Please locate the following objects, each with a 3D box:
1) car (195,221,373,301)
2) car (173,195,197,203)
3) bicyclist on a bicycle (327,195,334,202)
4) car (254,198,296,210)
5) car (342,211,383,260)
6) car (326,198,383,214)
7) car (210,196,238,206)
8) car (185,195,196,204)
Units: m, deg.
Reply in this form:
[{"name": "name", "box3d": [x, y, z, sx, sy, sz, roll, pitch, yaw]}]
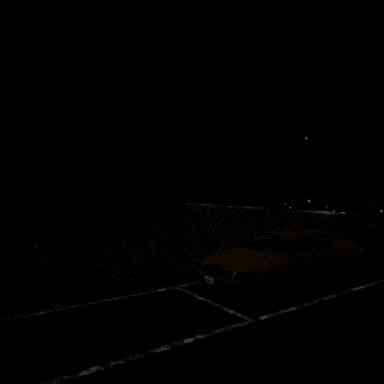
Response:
[{"name": "car", "box3d": [2.336, 1.526, 8.332, 4.829, 1.417, 1.752, 0, 1, -35]}, {"name": "car", "box3d": [-1.270, 1.182, 59.101, 1.895, 1.301, 4.718, 1, 0, -35]}, {"name": "bicyclist on a bicycle", "box3d": [16.271, 1.157, 38.900, 1.656, 1.620, 0.582, 0, 0, -34]}, {"name": "car", "box3d": [9.425, 1.366, 37.850, 1.895, 1.301, 4.718, 1, 0, -34]}, {"name": "car", "box3d": [7.096, 1.547, 11.637, 4.507, 1.381, 1.887, 0, 1, -35]}, {"name": "car", "box3d": [14.665, 1.341, 30.205, 2.128, 1.511, 4.902, 1, 0, -34]}, {"name": "car", "box3d": [4.301, 1.247, 45.342, 1.994, 1.385, 4.181, 1, 0, -34]}, {"name": "car", "box3d": [-1.295, 1.192, 53.550, 1.895, 1.301, 4.718, 1, 0, -34]}]
